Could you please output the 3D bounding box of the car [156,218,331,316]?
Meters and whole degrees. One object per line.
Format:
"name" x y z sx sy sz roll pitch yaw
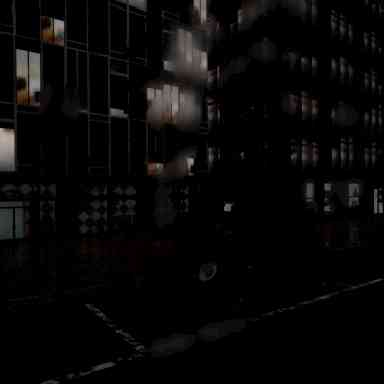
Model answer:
"car" 1.217 1.439 7.429 4.097 1.590 1.967 0 -1 -35
